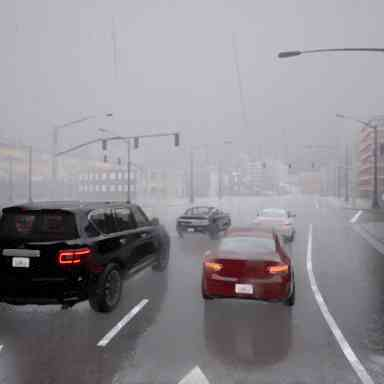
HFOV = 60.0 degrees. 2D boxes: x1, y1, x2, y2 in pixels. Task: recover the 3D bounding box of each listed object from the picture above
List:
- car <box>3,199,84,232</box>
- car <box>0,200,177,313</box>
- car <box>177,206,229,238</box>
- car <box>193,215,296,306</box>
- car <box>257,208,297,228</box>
[{"bbox_3d":[-9.232,1.350,21.180,2.097,1.767,4.553,0,0,20],"label":"car"},{"bbox_3d":[-2.184,1.221,7.963,2.150,2.045,5.566,0,0,12],"label":"car"},{"bbox_3d":[0.738,1.490,17.219,2.128,1.511,4.902,0,0,19],"label":"car"},{"bbox_3d":[1.428,1.525,8.056,1.812,1.442,4.674,0,0,13],"label":"car"},{"bbox_3d":[4.146,1.525,16.496,1.812,1.442,4.674,0,0,19],"label":"car"}]
